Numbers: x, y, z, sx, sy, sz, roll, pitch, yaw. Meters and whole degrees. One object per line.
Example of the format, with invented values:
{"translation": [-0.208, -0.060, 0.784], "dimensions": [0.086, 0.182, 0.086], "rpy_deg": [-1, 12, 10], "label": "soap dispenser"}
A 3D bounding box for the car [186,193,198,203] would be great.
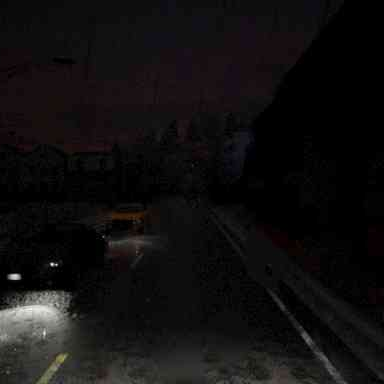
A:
{"translation": [-0.026, 1.055, 63.238], "dimensions": [2.097, 1.767, 4.553], "rpy_deg": [0, 0, 0], "label": "car"}

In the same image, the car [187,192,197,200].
{"translation": [-0.030, 0.896, 73.295], "dimensions": [2.097, 1.767, 4.553], "rpy_deg": [0, 0, 0], "label": "car"}

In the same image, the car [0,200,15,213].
{"translation": [-18.001, 1.109, 29.689], "dimensions": [3.806, 1.475, 1.970], "rpy_deg": [0, 0, 0], "label": "car"}

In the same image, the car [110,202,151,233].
{"translation": [-3.508, 1.391, 19.121], "dimensions": [1.882, 1.535, 5.008], "rpy_deg": [0, 0, 0], "label": "car"}

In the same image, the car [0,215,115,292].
{"translation": [-3.594, 1.523, 8.722], "dimensions": [1.994, 1.385, 4.181], "rpy_deg": [0, 0, 0], "label": "car"}
